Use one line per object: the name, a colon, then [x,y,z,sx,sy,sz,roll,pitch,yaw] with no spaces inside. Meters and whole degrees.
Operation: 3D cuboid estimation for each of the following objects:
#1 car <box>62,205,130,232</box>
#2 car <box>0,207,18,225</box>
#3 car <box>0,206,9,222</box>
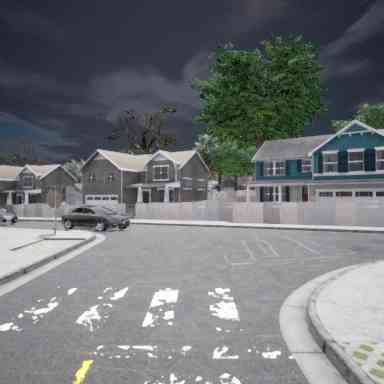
car: [-5.981,1.608,20.537,4.892,1.490,1.837,-2,-2,32]
car: [-16.121,1.918,26.852,4.902,1.511,2.128,-2,-2,31]
car: [-20.618,2.157,32.953,4.902,1.511,2.128,-2,-2,30]
